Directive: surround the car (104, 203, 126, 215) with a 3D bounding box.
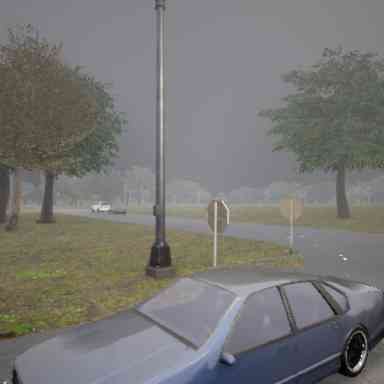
[{"bbox_3d":[-12.419,2.999,54.794,1.994,1.385,4.181,2,-2,-33],"label":"car"}]

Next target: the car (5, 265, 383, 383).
[{"bbox_3d":[0.611,1.786,4.410,5.357,1.411,2.033,1,-1,-36],"label":"car"}]

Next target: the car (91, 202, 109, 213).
[{"bbox_3d":[-16.734,2.785,61.236,2.150,2.045,5.566,2,-2,-34],"label":"car"}]
